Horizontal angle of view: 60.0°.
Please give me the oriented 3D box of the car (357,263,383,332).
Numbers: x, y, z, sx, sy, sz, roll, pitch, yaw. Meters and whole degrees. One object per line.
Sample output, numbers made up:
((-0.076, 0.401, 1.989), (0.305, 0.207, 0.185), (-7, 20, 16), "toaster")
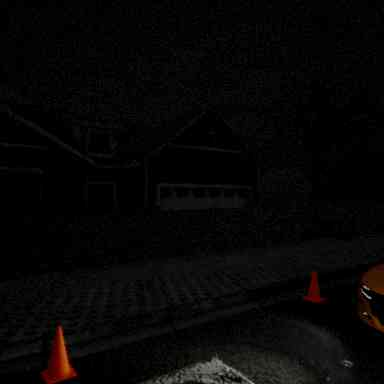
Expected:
((4.940, 1.466, 5.825), (5.008, 1.535, 1.882), (0, 0, -33), "car")

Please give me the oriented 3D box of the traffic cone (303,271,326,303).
((2.549, 1.943, 6.938), (0.340, 0.580, 0.340), (0, 0, -34), "traffic cone")

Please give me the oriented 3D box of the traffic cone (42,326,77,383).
((-1.633, 1.948, 4.090), (0.340, 0.580, 0.340), (0, 0, -35), "traffic cone")
